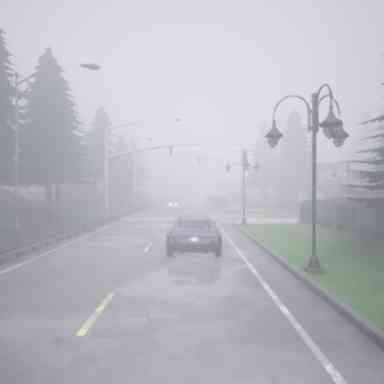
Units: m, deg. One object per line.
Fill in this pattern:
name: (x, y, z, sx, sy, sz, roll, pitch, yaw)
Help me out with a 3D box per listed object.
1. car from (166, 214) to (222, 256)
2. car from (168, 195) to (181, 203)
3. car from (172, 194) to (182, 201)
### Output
car: (0.066, 1.531, 12.952, 1.994, 1.385, 4.181, 0, 0, 0)
car: (-3.530, 1.339, 64.355, 2.128, 1.511, 4.902, 0, 0, 0)
car: (-3.514, 1.309, 79.884, 2.033, 1.411, 5.357, 0, 0, 0)
